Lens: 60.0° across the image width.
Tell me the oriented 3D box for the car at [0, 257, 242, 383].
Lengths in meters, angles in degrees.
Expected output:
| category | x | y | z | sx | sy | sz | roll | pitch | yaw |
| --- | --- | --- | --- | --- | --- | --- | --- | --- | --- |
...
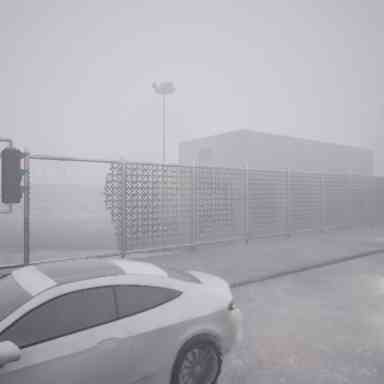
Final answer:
| category | x | y | z | sx | sy | sz | roll | pitch | yaw |
| --- | --- | --- | --- | --- | --- | --- | --- | --- | --- |
| car | -1.489 | 1.526 | 3.512 | 4.674 | 1.442 | 1.812 | 0 | 0 | -37 |
